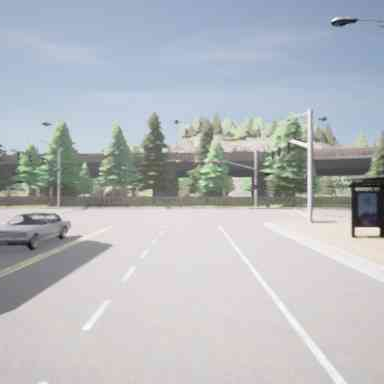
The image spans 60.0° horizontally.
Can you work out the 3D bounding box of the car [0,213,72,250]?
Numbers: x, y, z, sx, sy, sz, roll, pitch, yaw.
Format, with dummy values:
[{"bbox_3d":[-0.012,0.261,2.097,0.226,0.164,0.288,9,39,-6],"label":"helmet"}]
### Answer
[{"bbox_3d":[-6.969,1.598,14.472,1.895,1.301,4.718,0,0,0],"label":"car"}]
